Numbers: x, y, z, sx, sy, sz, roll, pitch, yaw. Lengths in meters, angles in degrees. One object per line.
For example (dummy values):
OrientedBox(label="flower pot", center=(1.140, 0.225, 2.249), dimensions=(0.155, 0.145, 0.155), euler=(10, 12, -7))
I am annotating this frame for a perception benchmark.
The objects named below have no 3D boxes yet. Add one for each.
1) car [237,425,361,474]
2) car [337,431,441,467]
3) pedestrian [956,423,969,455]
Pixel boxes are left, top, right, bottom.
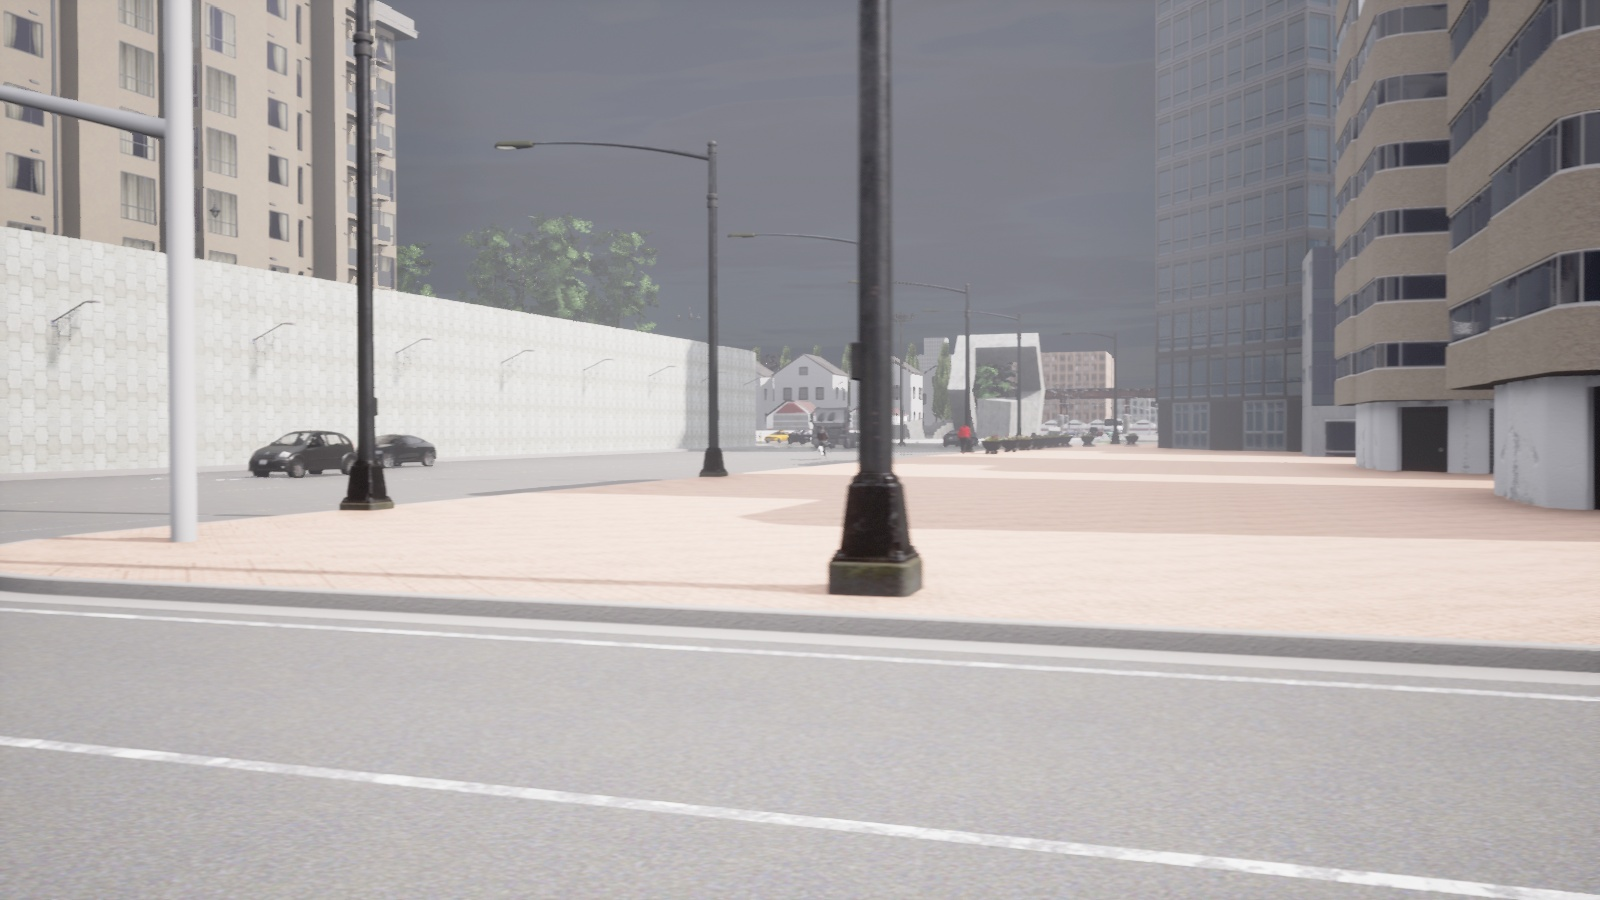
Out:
OrientedBox(label="car", center=(-17.391, -0.044, 43.785), dimensions=(1.851, 1.617, 3.988), euler=(1, 1, 19))
OrientedBox(label="car", center=(-17.605, -0.079, 54.040), dimensions=(1.812, 1.442, 4.674), euler=(1, 1, 19))
OrientedBox(label="pedestrian", center=(9.288, -0.632, 71.753), dimensions=(0.634, 1.844, 0.899), euler=(0, 1, 16))
